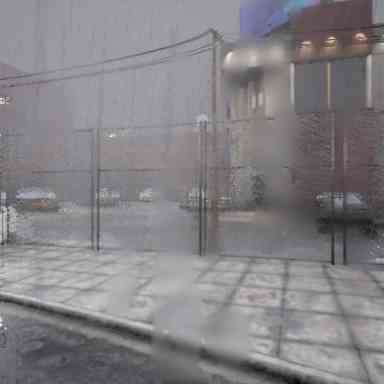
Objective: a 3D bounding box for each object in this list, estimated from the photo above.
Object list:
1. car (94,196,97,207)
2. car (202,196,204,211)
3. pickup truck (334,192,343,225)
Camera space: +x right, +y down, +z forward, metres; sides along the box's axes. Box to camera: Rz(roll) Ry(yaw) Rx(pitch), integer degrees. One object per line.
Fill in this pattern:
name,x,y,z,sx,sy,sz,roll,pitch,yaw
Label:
car,-13.166,1.495,44.288,4.718,1.301,1.895,0,0,17
car,1.071,1.352,32.939,4.674,1.452,2.002,0,0,17
pickup truck,7.962,1.046,18.322,2.390,2.098,6.274,0,0,17
